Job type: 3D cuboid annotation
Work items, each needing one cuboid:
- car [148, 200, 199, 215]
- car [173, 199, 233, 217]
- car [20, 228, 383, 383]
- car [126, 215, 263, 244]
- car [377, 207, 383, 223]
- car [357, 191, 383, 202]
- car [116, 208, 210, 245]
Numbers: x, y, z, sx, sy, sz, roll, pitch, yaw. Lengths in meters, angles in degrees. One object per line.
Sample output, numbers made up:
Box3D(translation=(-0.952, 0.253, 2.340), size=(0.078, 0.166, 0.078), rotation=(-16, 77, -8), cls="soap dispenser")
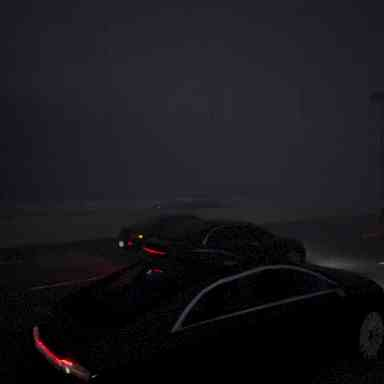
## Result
Box3D(translation=(-1.791, 1.490, 32.822), size=(4.718, 1.301, 1.895), rotation=(0, 0, -36), cls="car")
Box3D(translation=(1.034, 1.430, 30.539), size=(5.357, 1.411, 2.033), rotation=(0, 0, -36), cls="car")
Box3D(translation=(0.601, 1.474, 4.178), size=(4.902, 1.511, 2.128), rotation=(0, 0, -36), cls="car")
Box3D(translation=(0.990, 1.468, 8.757), size=(4.892, 1.490, 1.837), rotation=(0, 0, -36), cls="car")
Box3D(translation=(14.396, 1.370, 22.631), size=(4.674, 1.442, 1.812), rotation=(0, 0, -36), cls="car")
Box3D(translation=(33.334, 0.828, 62.160), size=(5.566, 2.045, 2.150), rotation=(0, 0, -36), cls="car")
Box3D(translation=(-0.410, 1.484, 12.060), size=(4.674, 1.442, 1.812), rotation=(0, 0, -36), cls="car")
